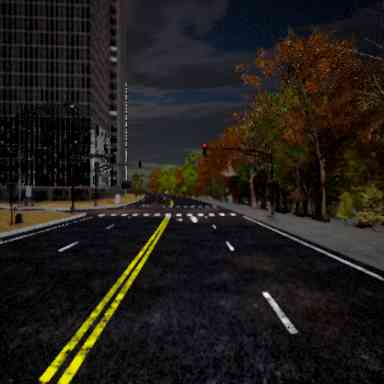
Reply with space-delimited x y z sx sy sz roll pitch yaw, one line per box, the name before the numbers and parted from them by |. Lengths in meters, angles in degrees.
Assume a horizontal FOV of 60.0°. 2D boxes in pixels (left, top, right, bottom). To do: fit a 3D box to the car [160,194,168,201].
car | -6.425 1.239 77.154 2.128 1.511 4.902 0 0 -5
